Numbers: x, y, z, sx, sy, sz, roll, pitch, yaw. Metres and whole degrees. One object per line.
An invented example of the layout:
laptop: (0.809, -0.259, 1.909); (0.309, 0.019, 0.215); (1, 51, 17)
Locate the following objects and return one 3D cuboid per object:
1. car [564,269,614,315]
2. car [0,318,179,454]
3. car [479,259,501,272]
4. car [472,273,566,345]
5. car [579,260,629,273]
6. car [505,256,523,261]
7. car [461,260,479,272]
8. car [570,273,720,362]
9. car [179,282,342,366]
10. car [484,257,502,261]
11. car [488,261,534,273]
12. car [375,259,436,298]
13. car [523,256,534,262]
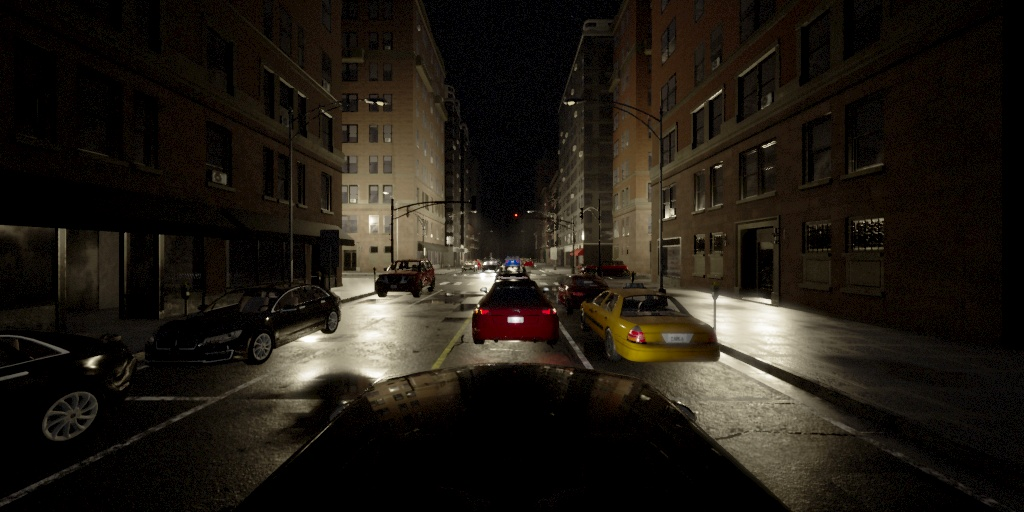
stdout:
car: (2.659, 1.330, 13.281); (1.802, 1.307, 4.207); (0, 0, 0)
car: (-5.388, 1.300, 2.481); (2.007, 1.370, 4.403); (0, 0, 0)
car: (-2.760, 1.344, 45.326); (1.895, 1.301, 4.718); (0, 0, 0)
car: (0.082, 1.313, 9.550); (1.994, 1.385, 4.181); (0, 0, 0)
car: (8.387, 1.143, 33.272); (4.553, 1.767, 2.097); (0, 0, 0)
car: (0.139, 0.961, 53.694); (2.150, 2.045, 5.566); (0, 0, 1)
car: (-5.299, 1.293, 45.182); (2.007, 1.370, 4.403); (0, 0, 0)
car: (2.648, 1.275, 8.038); (1.751, 1.417, 4.829); (0, 0, 0)
car: (-5.377, 1.300, 7.894); (2.007, 1.370, 4.403); (0, 0, 0)
car: (-2.732, 1.231, 54.895); (2.128, 1.511, 4.902); (0, 0, 0)
car: (0.035, 1.239, 19.420); (2.128, 1.511, 4.902); (0, 0, 0)
car: (-5.354, 1.062, 18.719); (2.192, 1.841, 5.009); (0, 0, 0)
car: (2.760, 1.176, 61.521); (1.967, 1.591, 4.097); (0, 0, 0)
